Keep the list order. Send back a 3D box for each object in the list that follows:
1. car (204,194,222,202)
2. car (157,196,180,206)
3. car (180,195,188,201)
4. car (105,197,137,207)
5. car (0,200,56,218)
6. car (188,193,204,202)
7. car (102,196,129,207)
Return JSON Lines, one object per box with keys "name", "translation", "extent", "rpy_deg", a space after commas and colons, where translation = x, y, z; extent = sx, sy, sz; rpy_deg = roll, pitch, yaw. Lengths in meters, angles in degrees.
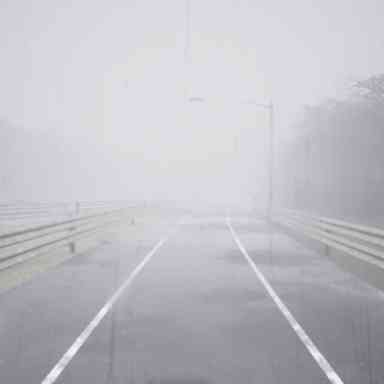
{"name": "car", "translation": [4.834, 1.510, 77.040], "extent": [1.837, 1.490, 4.892], "rpy_deg": [0, 0, 19]}
{"name": "car", "translation": [-4.007, 1.509, 51.524], "extent": [1.994, 1.385, 4.181], "rpy_deg": [0, 0, 19]}
{"name": "car", "translation": [-1.785, 1.487, 79.317], "extent": [1.837, 1.490, 4.892], "rpy_deg": [0, 0, 19]}
{"name": "car", "translation": [-9.604, 1.457, 46.058], "extent": [2.033, 1.411, 5.357], "rpy_deg": [0, 0, 19]}
{"name": "car", "translation": [-12.842, 1.344, 26.034], "extent": [2.128, 1.511, 4.902], "rpy_deg": [0, 0, 19]}
{"name": "car", "translation": [1.532, 1.224, 78.196], "extent": [2.150, 2.045, 5.566], "rpy_deg": [0, 0, 19]}
{"name": "car", "translation": [-11.598, 1.433, 50.984], "extent": [1.812, 1.442, 4.674], "rpy_deg": [1, 0, 19]}
